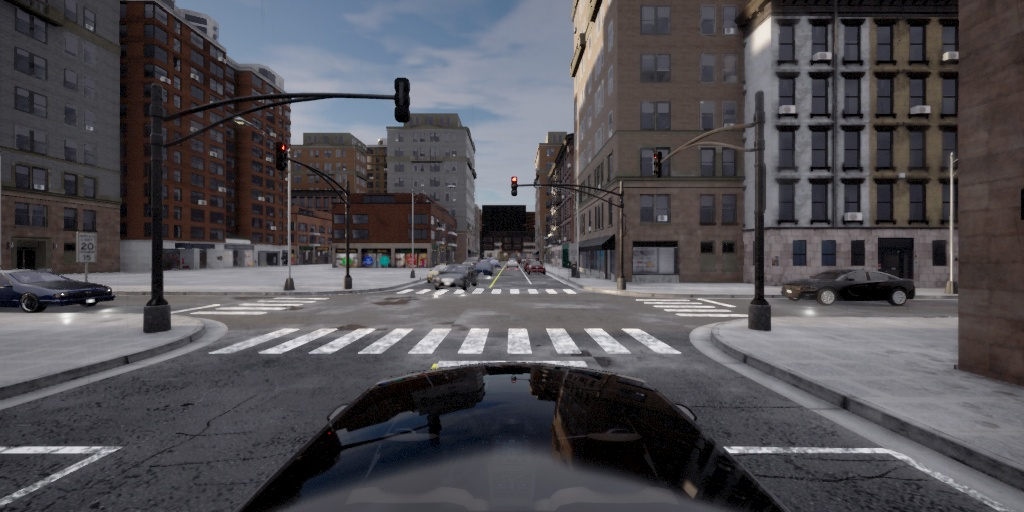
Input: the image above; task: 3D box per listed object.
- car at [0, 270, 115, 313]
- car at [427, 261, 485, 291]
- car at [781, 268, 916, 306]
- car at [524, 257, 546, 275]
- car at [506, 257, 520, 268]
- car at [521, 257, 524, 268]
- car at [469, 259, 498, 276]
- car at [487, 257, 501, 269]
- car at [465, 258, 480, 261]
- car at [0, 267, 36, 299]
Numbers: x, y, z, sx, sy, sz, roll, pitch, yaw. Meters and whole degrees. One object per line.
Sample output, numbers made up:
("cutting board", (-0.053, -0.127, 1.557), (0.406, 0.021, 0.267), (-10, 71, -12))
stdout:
("car", (-17.810, 1.216, 12.894), (5.357, 1.411, 2.033), (0, 0, 0))
("car", (-3.276, 1.241, 21.941), (2.128, 1.511, 4.902), (0, 0, 6))
("car", (14.763, 1.310, 15.905), (5.008, 1.535, 1.882), (0, 0, -1))
("car", (2.613, 1.191, 39.427), (1.967, 1.591, 4.097), (0, 0, 0))
("car", (0.064, 1.279, 61.925), (1.812, 1.442, 4.674), (0, 0, 0))
("car", (2.609, 1.066, 45.089), (2.192, 1.841, 5.009), (0, 0, 0))
("car", (-2.873, 1.298, 36.921), (2.033, 1.411, 5.357), (0, 0, 0))
("car", (-2.829, 1.278, 57.766), (1.812, 1.442, 4.674), (0, 0, 1))
("car", (-5.416, 1.302, 45.084), (2.007, 1.370, 4.403), (0, 0, 0))
("car", (-24.536, 1.201, 15.881), (4.181, 1.385, 1.994), (0, 0, -1))
